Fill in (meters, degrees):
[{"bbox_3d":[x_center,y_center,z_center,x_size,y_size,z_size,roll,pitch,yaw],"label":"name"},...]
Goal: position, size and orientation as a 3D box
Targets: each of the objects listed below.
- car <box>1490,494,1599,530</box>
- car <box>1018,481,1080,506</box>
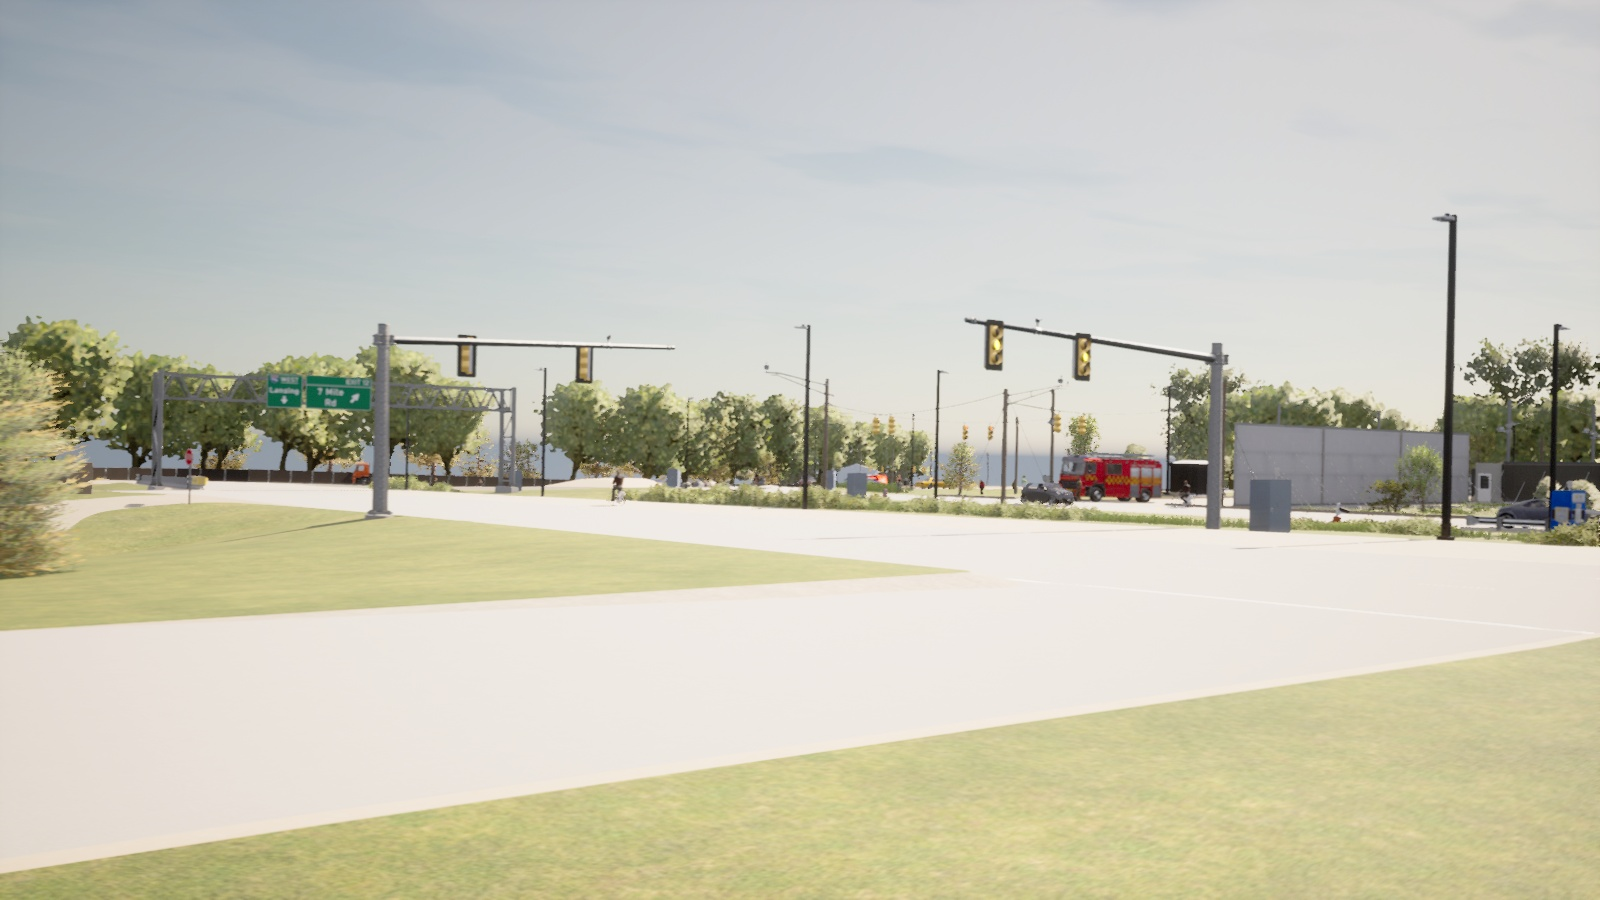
[{"bbox_3d":[33.085,2.697,55.362,1.994,1.385,4.181,1,-1,-35],"label":"car"},{"bbox_3d":[15.966,2.784,80.620,1.845,1.501,3.633,1,-1,-34],"label":"car"}]
